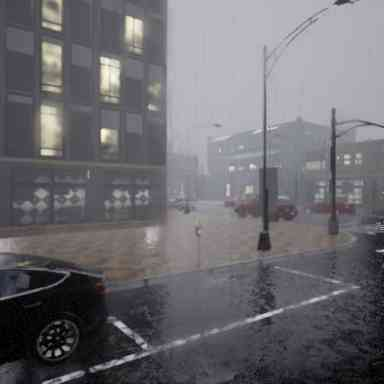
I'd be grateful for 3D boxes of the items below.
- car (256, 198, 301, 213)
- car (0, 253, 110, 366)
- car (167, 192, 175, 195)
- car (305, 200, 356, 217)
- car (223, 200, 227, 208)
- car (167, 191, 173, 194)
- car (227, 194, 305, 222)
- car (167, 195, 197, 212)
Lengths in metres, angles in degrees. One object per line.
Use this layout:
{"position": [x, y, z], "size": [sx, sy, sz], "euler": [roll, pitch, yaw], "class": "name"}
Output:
{"position": [8.751, 1.332, 33.843], "size": [1.802, 1.307, 4.206], "euler": [1, 0, -36], "class": "car"}
{"position": [-3.228, 1.566, 4.252], "size": [4.313, 1.339, 1.947], "euler": [0, 0, -36], "class": "car"}
{"position": [-1.104, 1.093, 47.250], "size": [2.008, 1.369, 4.403], "euler": [1, 0, -36], "class": "car"}
{"position": [12.036, 1.363, 29.375], "size": [1.887, 1.381, 4.507], "euler": [1, 0, -36], "class": "car"}
{"position": [5.467, 1.122, 38.313], "size": [1.967, 1.590, 4.097], "euler": [1, 0, -36], "class": "car"}
{"position": [-4.383, 0.786, 51.718], "size": [2.192, 1.841, 5.009], "euler": [1, 0, -36], "class": "car"}
{"position": [5.289, 1.095, 24.412], "size": [2.192, 1.841, 5.009], "euler": [1, 0, -36], "class": "car"}
{"position": [-1.287, 1.225, 33.349], "size": [1.802, 1.307, 4.206], "euler": [1, 0, -36], "class": "car"}
